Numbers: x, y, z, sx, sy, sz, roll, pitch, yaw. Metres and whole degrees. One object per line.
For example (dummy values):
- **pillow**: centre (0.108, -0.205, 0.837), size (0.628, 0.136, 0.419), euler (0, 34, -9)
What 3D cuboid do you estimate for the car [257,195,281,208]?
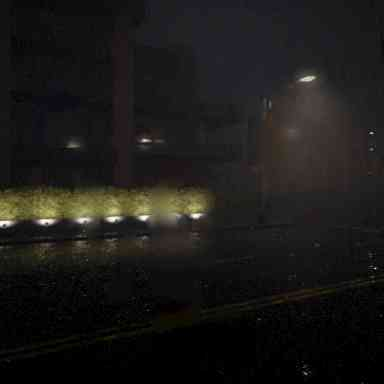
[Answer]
- **car**: centre (8.123, 1.102, 40.064), size (1.812, 1.442, 4.674), euler (0, 1, -28)

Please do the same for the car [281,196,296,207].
- **car**: centre (11.096, 1.136, 41.927), size (1.994, 1.385, 4.181), euler (0, 1, -28)
